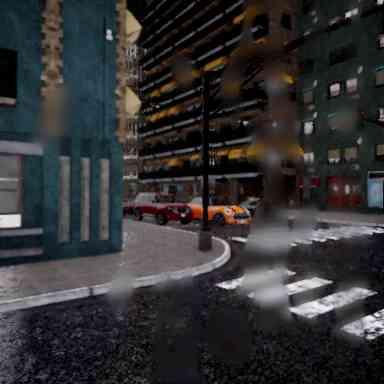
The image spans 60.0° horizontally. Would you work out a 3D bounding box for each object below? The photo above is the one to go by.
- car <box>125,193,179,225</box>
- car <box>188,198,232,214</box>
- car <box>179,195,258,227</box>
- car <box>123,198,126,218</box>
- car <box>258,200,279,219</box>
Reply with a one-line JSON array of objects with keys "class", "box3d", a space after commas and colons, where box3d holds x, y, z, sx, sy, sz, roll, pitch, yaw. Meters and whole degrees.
[{"class": "car", "box3d": [-1.971, 1.004, 21.204, 2.192, 1.841, 5.009, 1, 0, -36]}, {"class": "car", "box3d": [1.566, 1.235, 30.599, 1.802, 1.307, 4.206, 1, 0, -36]}, {"class": "car", "box3d": [1.539, 1.091, 20.789, 2.097, 1.767, 4.553, 0, 0, -37]}, {"class": "car", "box3d": [-5.244, 1.153, 25.716, 1.887, 1.381, 4.507, 1, 0, -36]}, {"class": "car", "box3d": [4.833, 1.299, 26.087, 1.947, 1.339, 4.313, 1, 0, -36]}]
